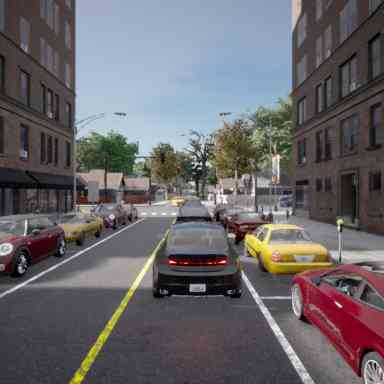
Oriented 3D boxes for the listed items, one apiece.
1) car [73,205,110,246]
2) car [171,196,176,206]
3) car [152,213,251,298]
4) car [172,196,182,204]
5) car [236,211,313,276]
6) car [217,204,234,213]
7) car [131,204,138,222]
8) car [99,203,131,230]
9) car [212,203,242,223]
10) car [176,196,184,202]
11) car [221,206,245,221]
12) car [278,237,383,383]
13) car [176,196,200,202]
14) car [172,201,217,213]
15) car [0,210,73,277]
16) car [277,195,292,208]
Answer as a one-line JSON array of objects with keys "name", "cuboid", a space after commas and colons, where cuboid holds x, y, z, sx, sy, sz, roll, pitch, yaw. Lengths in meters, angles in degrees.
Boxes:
[{"name": "car", "cuboid": [-5.378, 1.530, 15.328, 1.752, 1.417, 4.829, 0, 0, 0]}, {"name": "car", "cuboid": [-2.117, 1.513, 52.017, 1.882, 1.535, 5.008, 0, 0, -12]}, {"name": "car", "cuboid": [0.108, 1.507, 8.495, 1.837, 1.490, 4.892, 0, 0, 0]}, {"name": "car", "cuboid": [-2.993, 1.586, 67.017, 1.812, 1.442, 4.674, 0, 0, 0]}, {"name": "car", "cuboid": [2.643, 1.528, 10.146, 1.752, 1.417, 4.829, 0, 0, 0]}, {"name": "car", "cuboid": [2.653, 1.590, 21.012, 1.802, 1.307, 4.206, 0, 0, 0]}, {"name": "car", "cuboid": [-5.368, 1.593, 26.536, 1.802, 1.307, 4.206, 0, 0, 0]}, {"name": "car", "cuboid": [-5.373, 1.448, 21.017, 1.967, 1.590, 4.097, 0, 0, 0]}, {"name": "car", "cuboid": [2.658, 1.577, 26.531, 1.947, 1.339, 4.313, 0, 0, 0]}, {"name": "car", "cuboid": [-2.997, 1.611, 81.786, 1.812, 1.442, 4.674, 0, 0, 0]}, {"name": "car", "cuboid": [2.648, 1.550, 15.494, 1.887, 1.381, 4.507, 0, 0, 0]}, {"name": "car", "cuboid": [2.638, 1.582, 4.457, 1.802, 1.307, 4.206, 0, 0, 0]}, {"name": "car", "cuboid": [0.022, 1.364, 27.034, 2.097, 1.767, 4.553, 0, 0, 0]}, {"name": "car", "cuboid": [0.113, 1.484, 17.979, 1.882, 1.535, 5.008, 0, 0, 0]}, {"name": "car", "cuboid": [-5.382, 1.442, 9.980, 1.967, 1.590, 4.097, 0, 0, 0]}, {"name": "car", "cuboid": [14.292, 1.455, 46.245, 4.674, 1.442, 1.812, 0, 0, -2]}]
